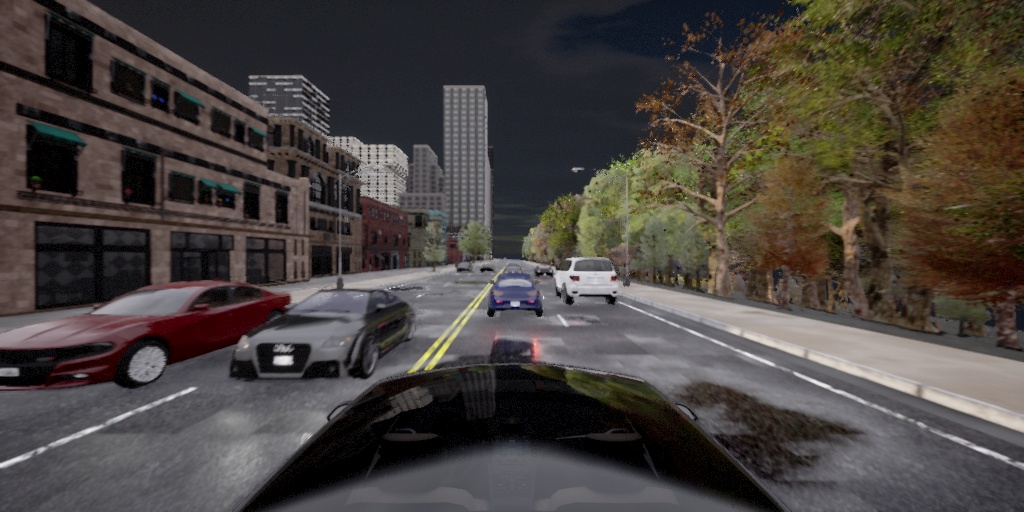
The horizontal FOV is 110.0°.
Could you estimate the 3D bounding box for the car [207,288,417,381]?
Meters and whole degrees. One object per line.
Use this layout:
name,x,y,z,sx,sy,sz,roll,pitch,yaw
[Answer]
car,-3.349,1.353,7.241,1.994,1.385,4.181,0,0,0

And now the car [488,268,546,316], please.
car,0.104,1.360,13.690,1.812,1.442,4.674,0,0,0

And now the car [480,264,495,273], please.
car,-3.310,1.679,48.879,1.895,1.301,4.718,0,0,0

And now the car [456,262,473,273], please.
car,-6.555,1.592,50.016,1.837,1.490,4.892,0,-1,0

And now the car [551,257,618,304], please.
car,3.352,1.080,17.058,2.150,2.045,5.566,0,0,0

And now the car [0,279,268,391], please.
car,-6.599,1.267,7.207,1.882,1.535,5.008,0,0,0

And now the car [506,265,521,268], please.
car,0.107,1.524,34.038,2.033,1.411,5.357,0,0,0

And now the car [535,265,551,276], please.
car,3.360,1.610,38.930,1.895,1.301,4.718,0,0,0
